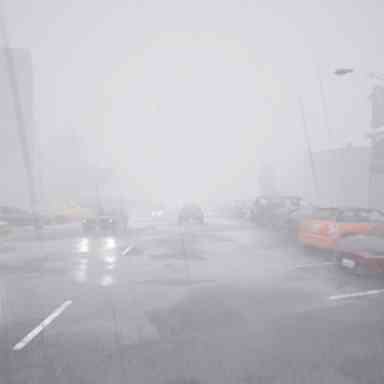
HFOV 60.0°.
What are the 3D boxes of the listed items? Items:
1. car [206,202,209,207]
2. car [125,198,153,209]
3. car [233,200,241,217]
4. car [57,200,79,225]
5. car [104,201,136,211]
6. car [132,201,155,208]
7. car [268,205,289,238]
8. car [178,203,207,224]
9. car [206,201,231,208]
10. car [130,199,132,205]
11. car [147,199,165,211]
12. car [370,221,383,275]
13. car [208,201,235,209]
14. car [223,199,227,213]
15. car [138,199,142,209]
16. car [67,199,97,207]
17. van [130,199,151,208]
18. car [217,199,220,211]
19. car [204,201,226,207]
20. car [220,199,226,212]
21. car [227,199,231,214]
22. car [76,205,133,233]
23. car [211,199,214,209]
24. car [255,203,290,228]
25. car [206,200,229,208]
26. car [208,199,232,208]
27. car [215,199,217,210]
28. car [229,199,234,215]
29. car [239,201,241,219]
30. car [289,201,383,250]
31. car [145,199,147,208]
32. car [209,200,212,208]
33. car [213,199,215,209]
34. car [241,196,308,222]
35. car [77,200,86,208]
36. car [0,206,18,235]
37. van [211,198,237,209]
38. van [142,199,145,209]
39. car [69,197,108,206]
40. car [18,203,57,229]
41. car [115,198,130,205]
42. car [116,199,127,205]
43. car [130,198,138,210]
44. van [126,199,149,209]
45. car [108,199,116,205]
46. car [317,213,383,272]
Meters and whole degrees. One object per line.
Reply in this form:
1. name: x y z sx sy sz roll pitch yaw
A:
1. car: 5.738 2.357 59.417 5.366 1.575 1.946 1 -1 -21
2. car: -11.489 2.483 72.213 5.566 2.045 2.435 0 -2 -19
3. car: 6.313 1.636 27.211 5.008 1.535 2.097 1 -1 -20
4. car: -11.312 1.623 24.259 5.366 1.575 1.946 -1 -1 -20
5. car: -11.731 2.316 54.163 4.792 1.488 2.163 0 -1 -20
6. car: -11.422 2.883 78.187 5.008 1.535 2.097 0 -1 -19
7. car: 6.374 1.504 15.474 4.892 1.521 2.231 1 -1 -20
8. car: -0.065 1.756 26.369 1.895 1.301 4.718 0 -1 0
9. car: 5.722 2.683 71.270 4.792 1.488 2.163 1 -2 -21
10. car: -11.704 2.138 48.147 4.892 1.521 2.231 0 -1 -20
11. car: -5.418 2.240 52.970 2.128 1.511 4.902 0 -1 0
12. car: 6.415 1.465 6.674 5.008 1.535 2.097 1 0 -20
13. car: 5.815 2.508 65.360 5.008 1.535 2.097 1 -1 -21
14. car: 6.232 1.837 36.003 4.674 1.452 2.002 1 -1 -21
15. car: -11.699 2.362 57.183 4.892 1.521 2.231 0 -2 -20
16. car: -11.706 1.722 30.112 5.366 1.575 1.946 0 -1 -20
17. van: -11.582 2.583 75.155 4.442 1.987 1.878 0 -1 -19
18. car: 6.157 1.932 41.877 5.008 1.535 2.097 1 -2 -21
19. car: 5.516 2.910 80.103 4.674 1.452 2.002 1 -1 -21
20. car: 6.168 1.737 38.939 4.553 1.767 2.185 1 -2 -21
21. car: 6.228 1.612 33.074 4.553 1.767 2.185 1 -2 -20
22. car: -5.119 1.679 20.234 1.895 1.301 4.718 0 -1 0
23. car: 6.056 2.148 50.678 5.008 1.535 2.097 1 -1 -21
24. car: 6.359 1.526 18.412 4.892 1.521 2.231 1 -1 -20
25. car: 5.608 2.599 74.203 4.553 1.767 2.185 1 -2 -21
26. car: 5.724 2.454 68.305 4.553 1.767 2.185 1 -2 -21
27. car: 6.119 2.006 44.813 4.892 1.521 2.231 1 -2 -21
28. car: 6.276 1.682 30.142 5.008 1.535 2.097 1 -1 -20
29. car: 6.502 1.592 24.339 5.366 1.575 1.946 1 -1 -20
30. car: 6.362 1.357 12.536 4.553 1.767 2.185 1 -1 -20
31. car: -11.566 2.459 66.205 4.553 1.767 2.185 0 -1 -19
32. car: 5.967 2.292 56.549 5.008 1.535 2.097 1 -1 -21
33. car: 6.084 2.077 47.745 4.892 1.521 2.231 1 -2 -21
34. car: 6.378 1.307 21.361 5.566 2.045 2.435 1 -1 -20
35. car: -11.679 1.672 27.121 5.366 1.575 1.946 -1 -1 -20
36. car: -11.261 1.528 15.286 5.366 1.575 1.946 -1 -1 -20
37. van: 5.974 2.213 62.468 4.442 1.987 1.878 1 -2 -21
38. van: -11.744 2.285 63.154 4.442 1.987 1.878 0 -1 -19
39. car: -11.585 1.530 33.161 5.566 2.045 2.435 0 -1 -20
40. car: -11.438 1.620 21.216 4.792 1.488 2.163 -1 -1 -20
41. car: -11.714 1.811 45.139 5.566 2.045 2.435 0 -1 -20
42. car: -11.479 1.983 42.217 5.366 1.575 1.946 0 -2 -21
43. car: -11.742 1.960 51.155 5.566 2.045 2.435 0 -1 -20
44. van: -11.447 2.433 69.243 4.442 1.987 1.878 0 -2 -19
45. car: -11.412 1.841 36.226 5.366 1.575 1.946 0 -1 -20
46. car: 6.375 1.502 9.592 4.792 1.488 2.163 1 0 -20
